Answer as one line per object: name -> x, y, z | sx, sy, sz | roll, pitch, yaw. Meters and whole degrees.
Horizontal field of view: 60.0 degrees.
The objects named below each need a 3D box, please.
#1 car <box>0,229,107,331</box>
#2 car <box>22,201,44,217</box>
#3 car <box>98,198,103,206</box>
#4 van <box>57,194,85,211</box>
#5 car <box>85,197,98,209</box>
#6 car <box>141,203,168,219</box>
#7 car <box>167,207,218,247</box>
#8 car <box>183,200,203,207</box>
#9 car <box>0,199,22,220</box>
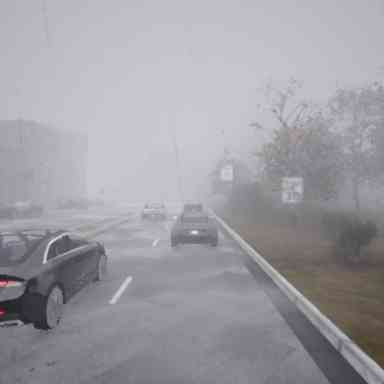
car -> -3.151, 1.501, 6.856 | 2.128, 1.511, 4.902 | 0, 0, 0
car -> -15.528, 1.541, 31.198 | 2.002, 1.452, 4.674 | 0, 0, 0
car -> -15.603, 1.576, 53.237 | 2.002, 1.452, 4.674 | -2, 0, 0
van -> -15.556, 1.292, 42.130 | 1.878, 1.987, 4.442 | 0, 0, 0
car -> -15.572, 1.556, 47.741 | 2.163, 1.488, 4.792 | 0, 0, 0
car -> -3.152, 1.640, 28.941 | 1.895, 1.301, 4.718 | 0, 0, 0
car -> 0.099, 1.585, 15.275 | 1.994, 1.385, 4.181 | 0, 0, 0
car -> 0.095, 1.523, 33.067 | 1.882, 1.535, 5.008 | 0, 0, 0
car -> -15.513, 1.366, 25.577 | 2.185, 1.767, 4.553 | 0, 0, 0
